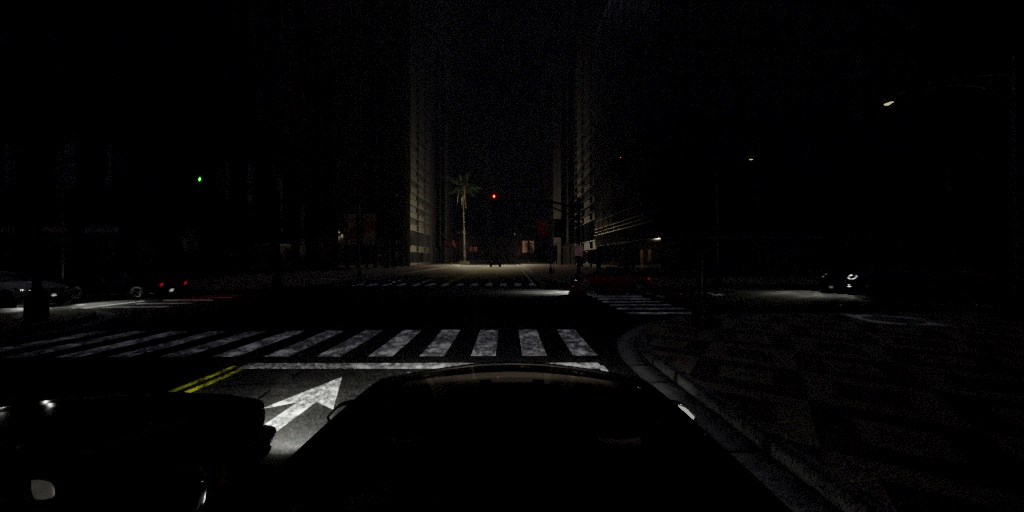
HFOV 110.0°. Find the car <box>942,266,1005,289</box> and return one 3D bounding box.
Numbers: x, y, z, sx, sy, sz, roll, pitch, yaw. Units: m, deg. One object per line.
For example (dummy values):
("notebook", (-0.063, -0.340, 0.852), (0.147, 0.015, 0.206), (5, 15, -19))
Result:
("car", (26.423, 1.275, 21.739), (4.207, 1.307, 1.802), (0, 0, -1))

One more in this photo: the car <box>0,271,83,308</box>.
("car", (-21.381, 1.353, 14.950), (4.674, 1.442, 1.812), (0, 0, 1))

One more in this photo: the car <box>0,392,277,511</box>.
("car", (-3.176, 1.297, 0.730), (2.033, 1.411, 5.357), (0, 0, 4))

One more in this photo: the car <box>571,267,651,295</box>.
("car", (5.327, 1.314, 19.497), (4.181, 1.385, 1.994), (0, 0, 12))

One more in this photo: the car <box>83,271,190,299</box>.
("car", (-19.455, 1.447, 18.179), (4.718, 1.301, 1.895), (0, 0, 0))

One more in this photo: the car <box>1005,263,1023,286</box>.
("car", (32.061, 1.117, 21.838), (4.097, 1.591, 1.967), (0, 0, -1))

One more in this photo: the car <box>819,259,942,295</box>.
("car", (18.991, 1.046, 18.857), (4.553, 1.767, 2.097), (0, 0, -1))
